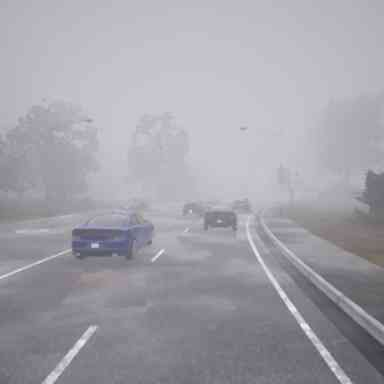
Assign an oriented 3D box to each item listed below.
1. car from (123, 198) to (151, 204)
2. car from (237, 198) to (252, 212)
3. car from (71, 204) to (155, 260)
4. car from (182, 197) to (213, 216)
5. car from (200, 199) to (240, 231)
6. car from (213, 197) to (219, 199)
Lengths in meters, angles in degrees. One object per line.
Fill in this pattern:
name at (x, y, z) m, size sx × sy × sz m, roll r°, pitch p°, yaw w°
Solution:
car at (-5.983, 1.401, 35.769) m, size 2.128 × 1.511 × 4.902 m, roll 0°, pitch 0°, yaw 14°
car at (5.833, 1.447, 38.600) m, size 2.128 × 1.511 × 4.902 m, roll 0°, pitch 0°, yaw 16°
car at (-2.699, 1.448, 12.420) m, size 1.882 × 1.535 × 5.008 m, roll 0°, pitch 0°, yaw 5°
car at (0.419, 1.450, 31.656) m, size 1.837 × 1.490 × 4.892 m, roll 0°, pitch 0°, yaw 13°
car at (1.873, 1.449, 20.753) m, size 1.882 × 1.535 × 5.008 m, roll 0°, pitch 0°, yaw 8°
car at (3.255, 1.458, 53.560) m, size 2.033 × 1.411 × 5.357 m, roll 0°, pitch 0°, yaw 21°
